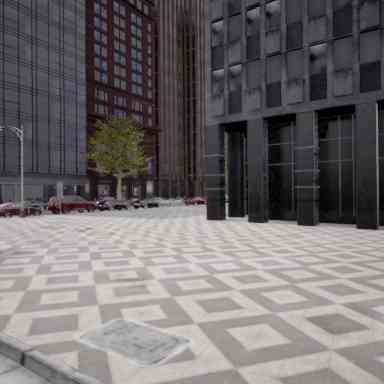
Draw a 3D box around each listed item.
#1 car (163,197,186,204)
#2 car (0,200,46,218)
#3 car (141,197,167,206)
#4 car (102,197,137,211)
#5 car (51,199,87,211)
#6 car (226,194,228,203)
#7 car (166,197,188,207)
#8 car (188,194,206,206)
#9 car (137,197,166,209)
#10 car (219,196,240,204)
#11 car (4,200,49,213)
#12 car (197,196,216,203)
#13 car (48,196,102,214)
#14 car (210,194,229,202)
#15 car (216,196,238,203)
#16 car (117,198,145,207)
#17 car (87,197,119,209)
[{"bbox_3d":[-3.202,1.576,62.008,1.947,1.339,4.313,-1,0,35],"label":"car"},{"bbox_3d":[-15.366,1.578,29.300,1.802,1.307,4.206,-1,0,35],"label":"car"},{"bbox_3d":[-6.497,1.547,57.222,1.752,1.417,4.829,-1,0,35],"label":"car"},{"bbox_3d":[-8.972,1.526,38.590,1.947,1.339,4.313,-1,0,35],"label":"car"},{"bbox_3d":[-15.992,1.644,43.426,1.802,1.307,4.206,-1,0,35],"label":"car"},{"bbox_3d":[3.813,1.224,57.170,2.192,1.841,5.009,-1,0,35],"label":"car"},{"bbox_3d":[-3.210,1.557,51.492,1.895,1.301,4.718,-1,0,35],"label":"car"},{"bbox_3d":[0.618,1.464,52.524,1.887,1.381,4.507,-1,0,35],"label":"car"},{"bbox_3d":[-5.776,1.510,43.234,1.947,1.339,4.313,-1,0,35],"label":"car"},{"bbox_3d":[7.012,1.466,61.813,1.947,1.339,4.313,-1,0,35],"label":"car"},{"bbox_3d":[-19.189,1.644,38.781,1.947,1.339,4.313,-1,0,35],"label":"car"},{"bbox_3d":[3.193,1.537,71.299,1.887,1.381,4.507,-1,0,35],"label":"car"},{"bbox_3d":[-12.171,1.292,33.946,2.192,1.841,5.009,-1,0,35],"label":"car"},{"bbox_3d":[6.388,1.299,75.945,2.192,1.841,5.009,-1,0,35],"label":"car"},{"bbox_3d":[7.131,1.470,66.520,2.033,1.411,5.357,-1,-1,35],"label":"car"},{"bbox_3d":[-9.597,1.615,52.717,1.802,1.307,4.206,-1,0,35],"label":"car"},{"bbox_3d":[-12.796,1.486,48.071,1.967,1.590,4.097,-1,0,35],"label":"car"}]
